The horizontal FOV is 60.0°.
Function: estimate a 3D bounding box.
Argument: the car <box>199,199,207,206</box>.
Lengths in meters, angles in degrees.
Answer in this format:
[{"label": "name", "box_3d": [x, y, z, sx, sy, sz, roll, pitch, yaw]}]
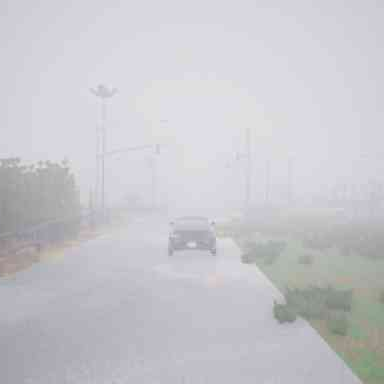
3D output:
[{"label": "car", "box_3d": [2.465, 2.278, 74.293, 1.882, 1.535, 5.008, 0, -1, 3]}]

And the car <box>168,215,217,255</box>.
[{"label": "car", "box_3d": [0.021, 1.683, 13.878, 1.812, 1.442, 4.674, 0, 0, 0]}]
